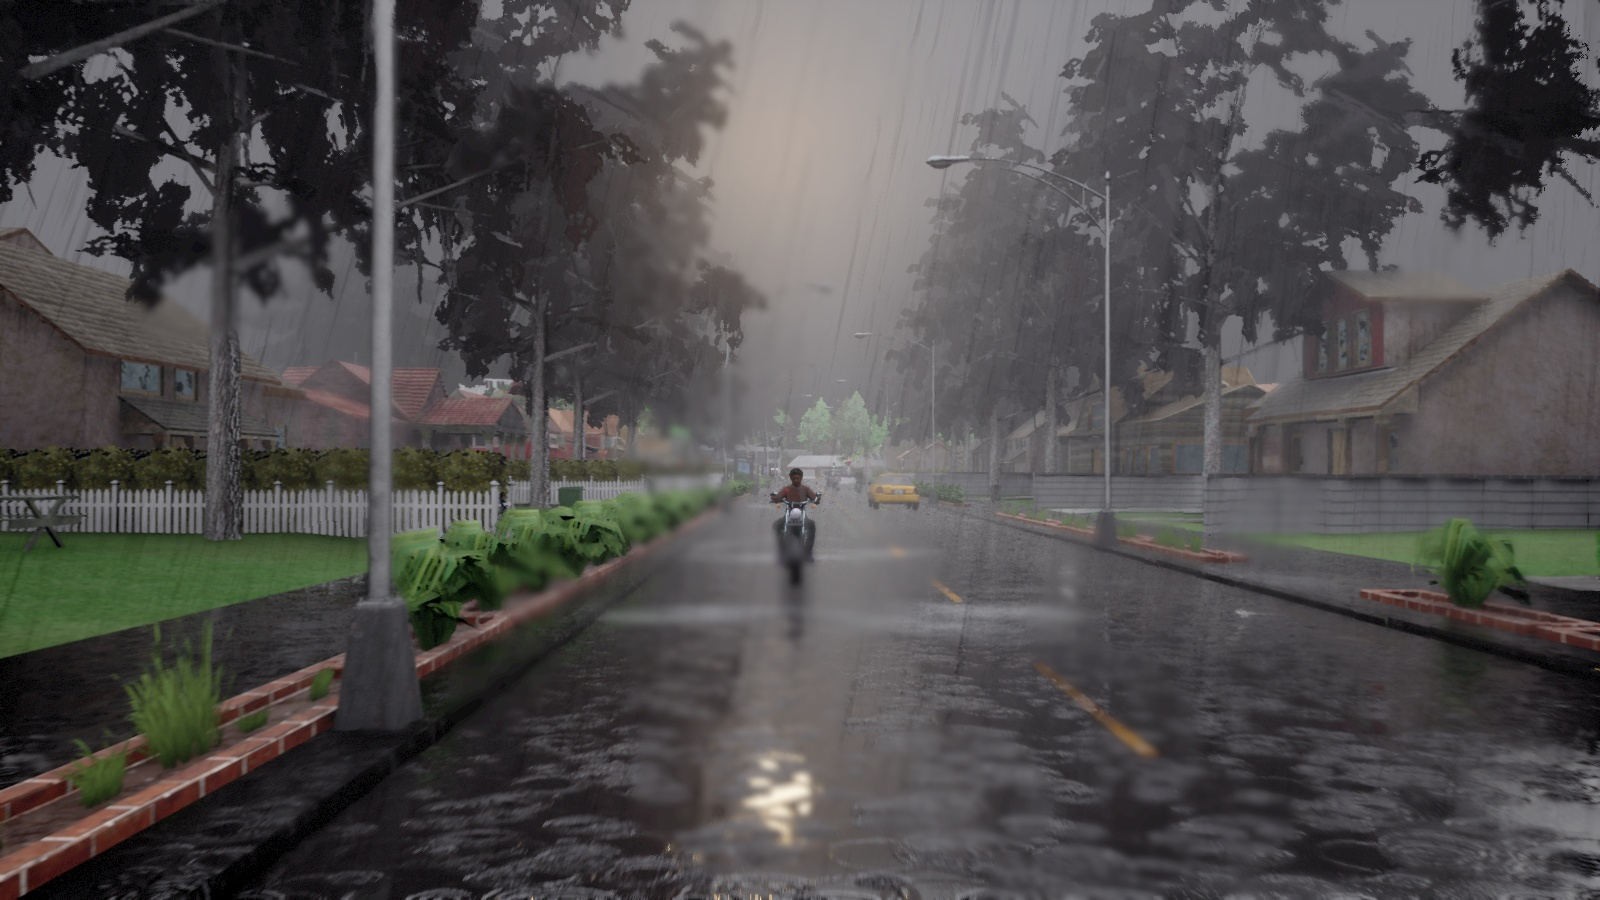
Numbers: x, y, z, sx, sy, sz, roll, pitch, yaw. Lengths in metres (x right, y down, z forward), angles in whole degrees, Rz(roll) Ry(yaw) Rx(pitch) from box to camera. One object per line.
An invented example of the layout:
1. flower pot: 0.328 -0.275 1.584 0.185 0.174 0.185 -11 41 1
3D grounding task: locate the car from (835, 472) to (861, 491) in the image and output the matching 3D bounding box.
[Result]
1. car: 3.757 2.460 98.366 1.845 1.501 3.633 0 -1 0

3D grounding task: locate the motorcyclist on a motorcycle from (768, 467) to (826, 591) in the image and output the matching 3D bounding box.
1. motorcyclist on a motorcycle: -0.045 1.064 17.843 0.766 1.649 2.350 0 -1 0

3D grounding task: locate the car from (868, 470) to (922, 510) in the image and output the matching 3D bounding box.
1. car: 3.872 1.605 51.782 1.801 1.575 5.366 0 -1 0
